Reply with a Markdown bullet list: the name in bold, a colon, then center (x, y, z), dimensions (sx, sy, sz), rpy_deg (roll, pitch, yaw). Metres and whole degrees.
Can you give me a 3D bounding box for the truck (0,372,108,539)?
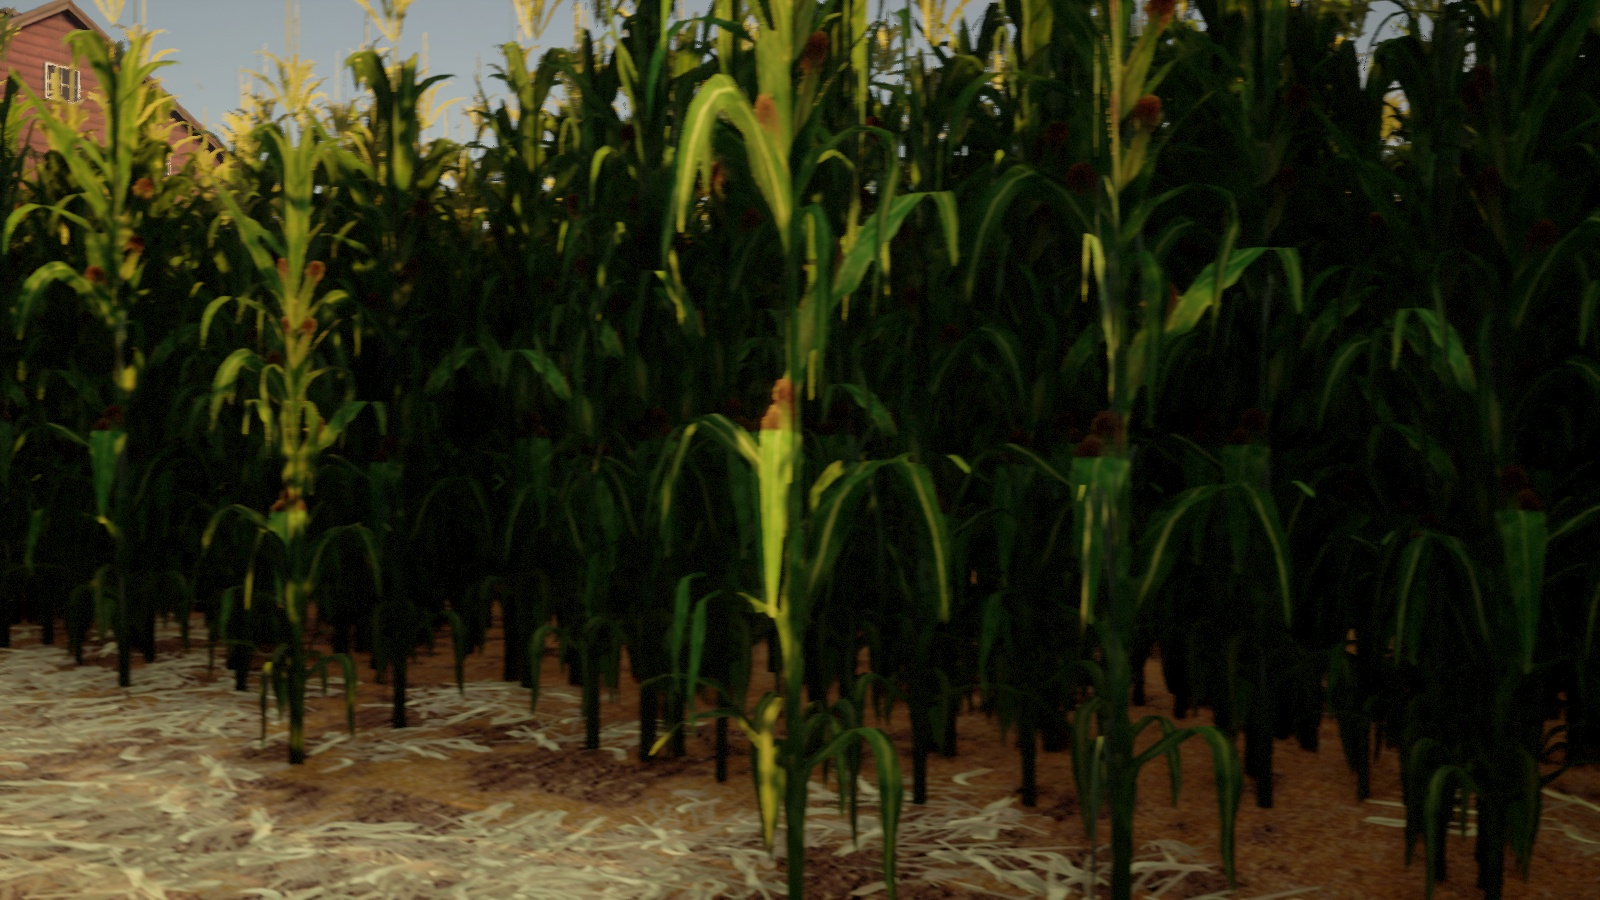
- **truck**: center (-13.463, 0.093, 18.388), dimensions (2.627, 2.467, 5.204), rpy_deg (0, 1, 33)
